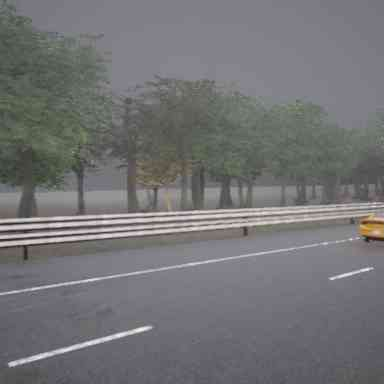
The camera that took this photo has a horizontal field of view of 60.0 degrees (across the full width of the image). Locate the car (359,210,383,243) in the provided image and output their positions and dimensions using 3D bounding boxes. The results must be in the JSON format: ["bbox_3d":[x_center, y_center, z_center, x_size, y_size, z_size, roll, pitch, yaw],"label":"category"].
[{"bbox_3d":[9.415,1.461,14.763,5.008,1.535,1.882,0,0,-35],"label":"car"}]
